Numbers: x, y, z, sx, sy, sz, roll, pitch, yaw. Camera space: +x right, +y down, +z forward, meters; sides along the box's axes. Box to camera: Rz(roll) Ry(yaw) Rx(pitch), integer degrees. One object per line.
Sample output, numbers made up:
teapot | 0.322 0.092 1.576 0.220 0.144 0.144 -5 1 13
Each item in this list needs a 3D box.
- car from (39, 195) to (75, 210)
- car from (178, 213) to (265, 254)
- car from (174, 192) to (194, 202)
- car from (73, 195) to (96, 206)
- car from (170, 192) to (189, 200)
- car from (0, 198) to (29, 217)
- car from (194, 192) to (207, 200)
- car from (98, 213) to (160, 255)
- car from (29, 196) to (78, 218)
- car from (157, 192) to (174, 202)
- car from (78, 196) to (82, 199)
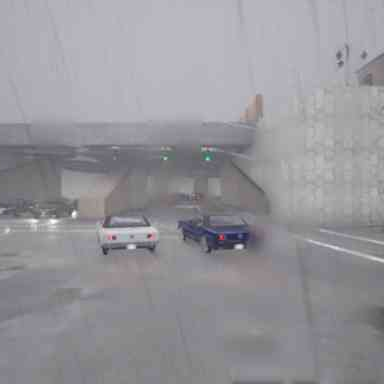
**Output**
car | -15.053 1.163 37.405 2.128 1.511 4.902 0 1 -1
car | 0.869 1.463 12.907 1.895 1.301 4.718 0 1 -18
car | -1.316 0.936 58.997 2.128 1.511 4.902 0 1 6
car | -15.261 1.180 47.525 1.895 1.301 4.718 0 1 -1
car | -2.473 0.833 68.964 1.882 1.535 5.008 0 1 24
car | -14.824 1.247 28.128 2.128 1.511 4.902 0 1 -1
car | 1.328 0.701 69.002 2.097 1.767 4.553 0 1 28
car | -2.640 1.470 12.904 1.895 1.301 4.718 0 1 -18
car | -11.307 1.280 27.508 1.812 1.442 4.674 0 1 -1
car | -4.817 0.803 59.095 2.097 1.767 4.553 0 1 6
car | -11.529 1.239 36.186 1.994 1.385 4.181 0 1 -2
